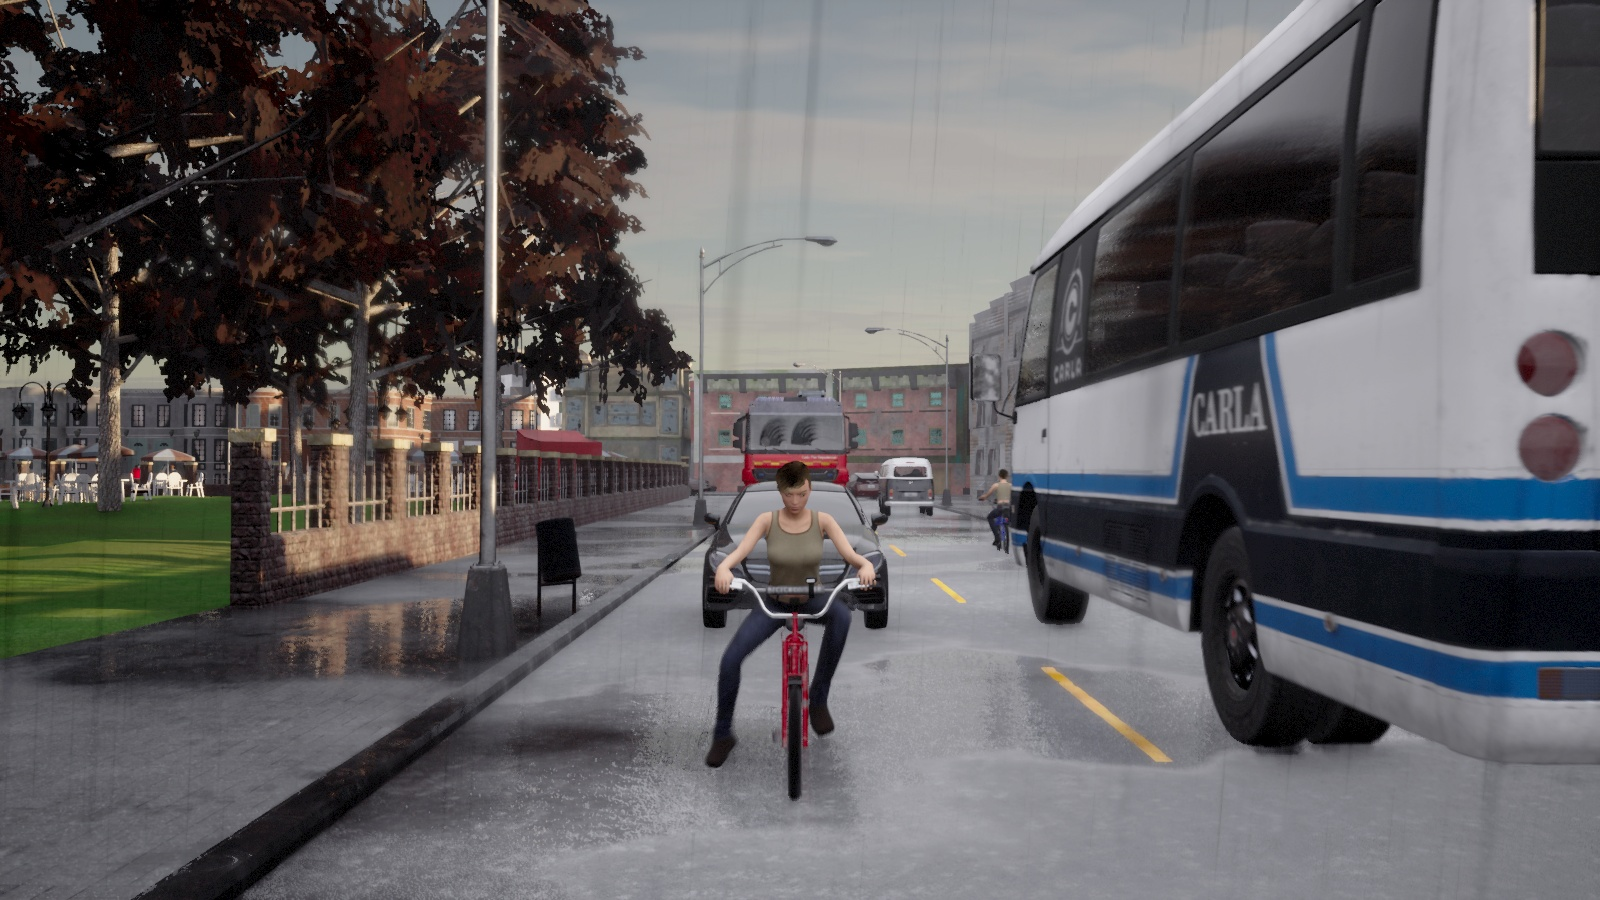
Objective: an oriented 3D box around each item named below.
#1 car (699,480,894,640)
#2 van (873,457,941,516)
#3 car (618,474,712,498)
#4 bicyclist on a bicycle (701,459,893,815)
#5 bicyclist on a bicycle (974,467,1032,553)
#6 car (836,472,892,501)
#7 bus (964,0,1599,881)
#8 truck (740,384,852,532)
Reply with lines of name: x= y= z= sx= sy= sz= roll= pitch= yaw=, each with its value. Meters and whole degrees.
car: x=-0.041 y=1.076 z=14.025 sx=1.812 sy=1.442 sz=4.674 roll=0 pitch=-1 yaw=0
van: x=3.833 y=1.289 z=45.740 sx=2.069 sy=2.038 sz=4.480 roll=0 pitch=-1 yaw=0
car: x=-8.129 y=2.167 z=75.949 sx=5.357 sy=1.411 sz=2.033 roll=0 pitch=-1 yaw=4
bicyclist on a bicycle: x=-0.020 y=0.860 z=6.465 sx=0.866 sy=1.612 sz=1.509 roll=0 pitch=-1 yaw=-1
bicyclist on a bicycle: x=3.918 y=1.144 z=24.370 sx=0.866 sy=1.612 sz=1.509 roll=0 pitch=-1 yaw=0
car: x=3.394 y=1.935 z=67.637 sx=2.163 sy=1.488 sz=4.792 roll=0 pitch=-1 yaw=-8
bus: x=3.965 y=-0.411 z=9.945 sx=3.944 sy=4.253 sz=10.273 roll=0 pitch=-1 yaw=0
truck: x=-0.134 y=0.268 z=36.857 sx=2.891 sy=3.827 sz=8.468 roll=0 pitch=-1 yaw=0
